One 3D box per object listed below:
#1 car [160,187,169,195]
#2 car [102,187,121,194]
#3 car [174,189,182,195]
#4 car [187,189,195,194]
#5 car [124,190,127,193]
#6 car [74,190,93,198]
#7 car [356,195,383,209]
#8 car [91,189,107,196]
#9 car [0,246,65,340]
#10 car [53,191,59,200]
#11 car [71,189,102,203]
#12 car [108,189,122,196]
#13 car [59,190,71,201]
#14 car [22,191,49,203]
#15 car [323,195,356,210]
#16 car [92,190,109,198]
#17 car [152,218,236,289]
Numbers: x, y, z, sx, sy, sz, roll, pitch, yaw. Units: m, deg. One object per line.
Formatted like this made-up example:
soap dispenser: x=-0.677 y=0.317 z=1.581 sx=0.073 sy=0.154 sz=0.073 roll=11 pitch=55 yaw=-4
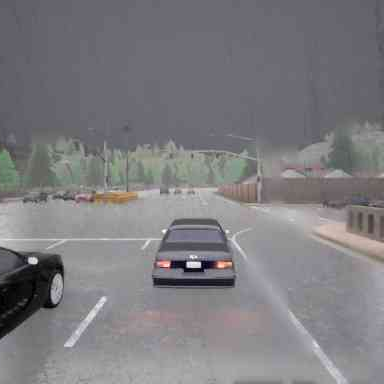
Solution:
car: x=-7.223 y=-0.386 z=87.825 sx=2.150 sy=2.045 sz=5.566 roll=0 pitch=1 yaw=0
car: x=-14.218 y=0.153 z=58.778 sx=2.150 sy=2.045 sz=5.566 roll=0 pitch=2 yaw=0
car: x=-3.723 y=-0.084 z=87.736 sx=2.128 sy=1.511 sz=4.902 roll=0 pitch=1 yaw=0
car: x=-0.223 y=-0.060 z=87.914 sx=1.994 sy=1.385 sz=4.181 roll=0 pitch=1 yaw=0
car: x=-14.188 y=0.200 z=74.051 sx=1.994 sy=1.385 sz=4.181 roll=0 pitch=1 yaw=0
car: x=-21.175 y=0.302 z=65.293 sx=2.128 sy=1.511 sz=4.902 roll=0 pitch=1 yaw=0
car: x=17.799 y=1.041 z=29.131 sx=5.357 sy=1.411 sz=2.033 roll=0 pitch=1 yaw=2
car: x=-21.193 y=0.127 z=76.087 sx=2.128 sy=1.511 sz=4.902 roll=0 pitch=1 yaw=0
car: x=-3.453 y=1.421 z=4.613 sx=1.882 sy=1.535 sz=5.008 roll=0 pitch=1 yaw=0
car: x=-21.220 y=0.486 z=54.818 sx=1.882 sy=1.535 sz=5.008 roll=0 pitch=1 yaw=0
car: x=-14.212 y=0.542 z=45.198 sx=2.097 sy=1.767 sz=4.553 roll=0 pitch=1 yaw=0
car: x=-17.695 y=0.124 z=76.637 sx=2.033 sy=1.411 sz=5.357 roll=0 pitch=1 yaw=0
car: x=-17.724 y=0.639 z=50.417 sx=2.033 sy=1.411 sz=5.357 roll=0 pitch=1 yaw=0
car: x=-21.212 y=0.692 z=45.325 sx=1.837 sy=1.490 sz=4.892 roll=0 pitch=1 yaw=0
car: x=15.818 y=0.973 z=32.699 sx=5.357 sy=1.411 sz=2.033 roll=0 pitch=1 yaw=2
car: x=-17.683 y=0.306 z=64.401 sx=1.882 sy=1.535 sz=5.008 roll=0 pitch=1 yaw=0
car: x=0.089 y=1.417 z=8.986 sx=2.033 sy=1.411 sz=5.357 roll=0 pitch=1 yaw=1
